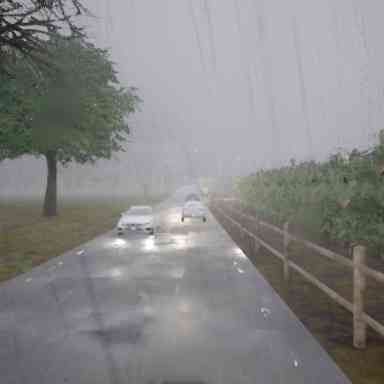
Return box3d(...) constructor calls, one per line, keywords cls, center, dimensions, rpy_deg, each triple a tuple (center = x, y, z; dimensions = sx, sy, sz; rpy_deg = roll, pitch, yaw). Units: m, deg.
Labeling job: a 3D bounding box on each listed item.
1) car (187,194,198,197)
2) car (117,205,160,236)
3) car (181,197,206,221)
box3d(cls="car", center=(0.074, 0.991, 44.292), dimensions=(2.033, 1.649, 4.856), rpy_deg=(0, 1, 1))
box3d(cls="car", center=(-2.828, 1.487, 18.423), dimensions=(1.812, 1.442, 4.674), rpy_deg=(0, 0, 0))
box3d(cls="car", center=(0.111, 1.418, 26.208), dimensions=(1.812, 1.442, 4.674), rpy_deg=(0, 1, 0))
